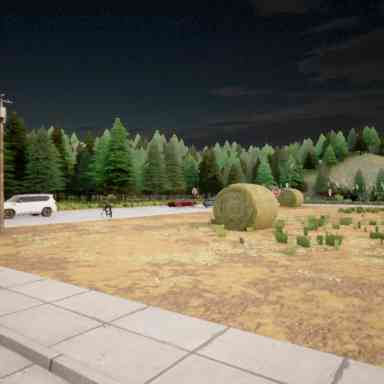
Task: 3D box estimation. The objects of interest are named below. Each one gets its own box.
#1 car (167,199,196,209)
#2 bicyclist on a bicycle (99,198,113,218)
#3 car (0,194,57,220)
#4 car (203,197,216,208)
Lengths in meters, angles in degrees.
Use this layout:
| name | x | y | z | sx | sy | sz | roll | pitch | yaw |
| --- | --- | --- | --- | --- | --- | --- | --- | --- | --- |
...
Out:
| name | x | y | z | sx | sy | sz | roll | pitch | yaw |
| --- | --- | --- | --- | --- | --- | --- | --- | --- | --- |
| car | -1.487 | 1.626 | 47.007 | 1.895 | 1.301 | 4.718 | 0 | 0 | 37 |
| bicyclist on a bicycle | -6.988 | 1.326 | 27.009 | 1.656 | 1.620 | 0.582 | 0 | 0 | 36 |
| car | -14.714 | 1.242 | 29.146 | 2.150 | 2.045 | 5.566 | 0 | 1 | 36 |
| car | 3.557 | 1.517 | 47.757 | 2.128 | 1.511 | 4.902 | 0 | 0 | 37 |
